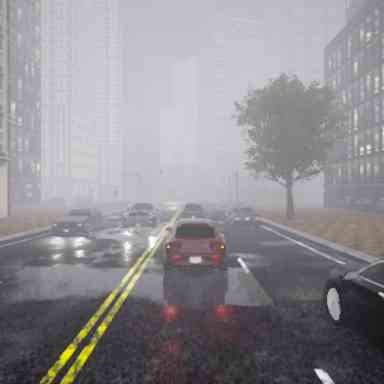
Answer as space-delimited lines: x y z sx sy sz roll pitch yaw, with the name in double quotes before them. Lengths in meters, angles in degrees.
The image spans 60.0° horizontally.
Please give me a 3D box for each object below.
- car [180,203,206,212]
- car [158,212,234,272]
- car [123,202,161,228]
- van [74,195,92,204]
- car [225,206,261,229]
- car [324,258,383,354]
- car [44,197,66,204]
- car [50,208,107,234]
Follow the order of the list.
"car" 0.088 1.653 27.436 1.837 1.490 4.892 0 0 0
"car" 0.097 1.588 10.861 1.812 1.442 4.674 0 0 0
"car" -3.354 1.477 22.916 2.097 1.767 4.553 0 0 0
"van" -22.665 1.530 68.774 3.998 1.788 1.690 0 0 1
"car" 3.332 1.672 22.466 2.033 1.411 5.357 0 0 0
"car" 3.319 1.533 4.205 1.837 1.490 4.892 0 0 0
"car" -28.205 1.708 68.820 4.507 1.381 1.887 0 0 1
"car" -6.605 1.659 20.136 2.033 1.411 5.357 0 0 0
